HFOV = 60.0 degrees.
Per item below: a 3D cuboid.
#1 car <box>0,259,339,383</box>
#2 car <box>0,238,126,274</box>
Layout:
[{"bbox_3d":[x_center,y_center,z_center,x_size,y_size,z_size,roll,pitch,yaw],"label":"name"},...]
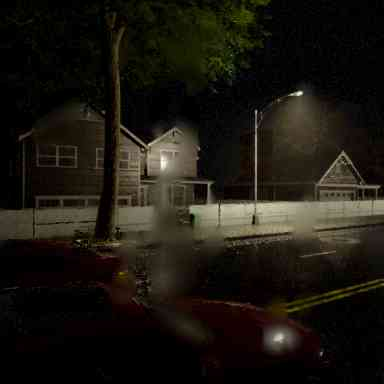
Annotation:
[{"bbox_3d":[-0.824,1.526,2.697,4.674,1.442,1.812,0,0,-32],"label":"car"},{"bbox_3d":[-3.231,1.525,5.239,4.674,1.442,1.812,0,0,-33],"label":"car"}]
